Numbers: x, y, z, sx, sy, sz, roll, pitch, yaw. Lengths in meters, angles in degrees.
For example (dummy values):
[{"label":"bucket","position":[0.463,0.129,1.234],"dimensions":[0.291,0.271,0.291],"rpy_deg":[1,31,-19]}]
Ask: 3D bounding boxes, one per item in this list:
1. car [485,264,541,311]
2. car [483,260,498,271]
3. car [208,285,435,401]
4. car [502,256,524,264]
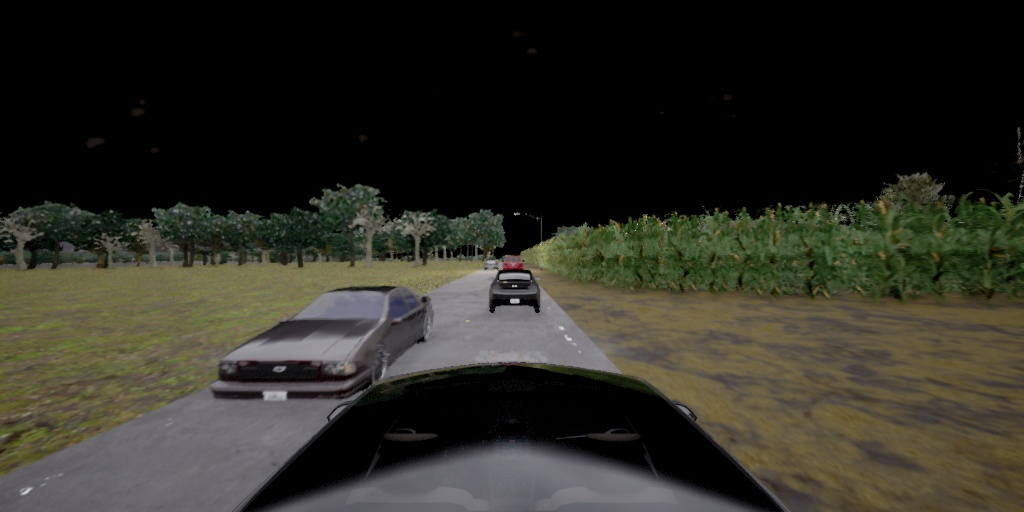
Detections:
[{"label":"car","position":[0.098,1.260,14.395],"dimensions":[1.837,1.490,4.892],"rpy_deg":[0,0,0]},{"label":"car","position":[-2.818,1.310,48.971],"dimensions":[1.812,1.442,4.674],"rpy_deg":[0,0,0]},{"label":"car","position":[-2.851,1.299,6.978],"dimensions":[2.033,1.411,5.357],"rpy_deg":[0,0,0]},{"label":"car","position":[0.108,0.995,38.204],"dimensions":[2.150,2.045,5.566],"rpy_deg":[0,0,0]}]
